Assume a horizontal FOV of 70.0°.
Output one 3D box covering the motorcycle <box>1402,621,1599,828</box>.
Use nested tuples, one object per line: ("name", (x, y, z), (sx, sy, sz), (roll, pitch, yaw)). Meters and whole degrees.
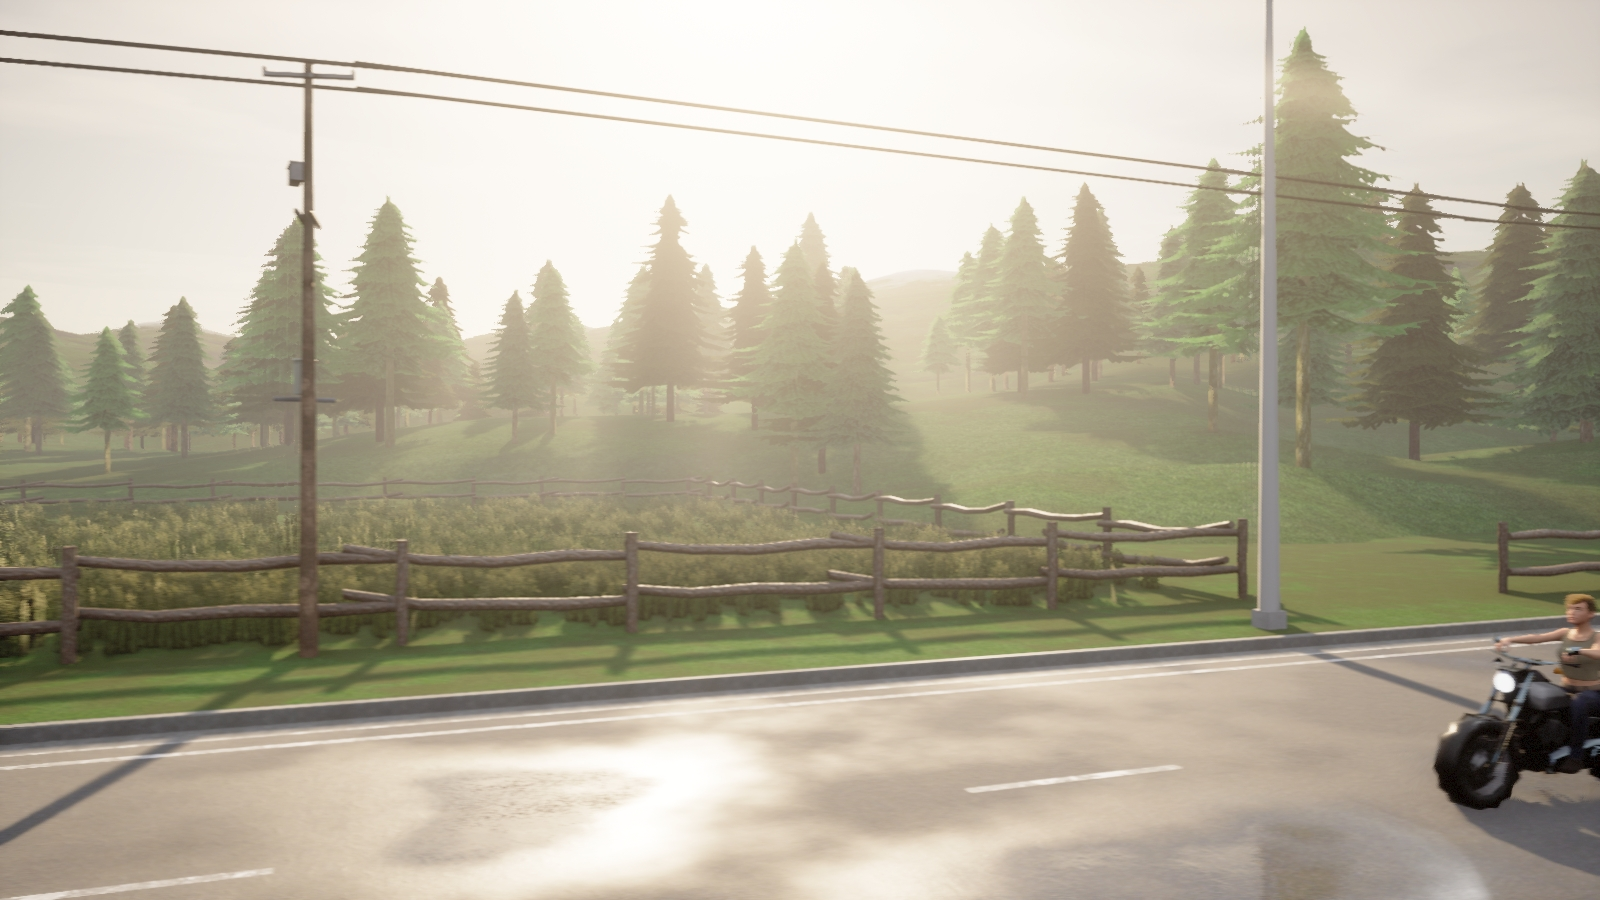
("motorcycle", (6.083, 2.151, 9.242), (2.356, 1.307, 0.764), (0, 0, -20))
